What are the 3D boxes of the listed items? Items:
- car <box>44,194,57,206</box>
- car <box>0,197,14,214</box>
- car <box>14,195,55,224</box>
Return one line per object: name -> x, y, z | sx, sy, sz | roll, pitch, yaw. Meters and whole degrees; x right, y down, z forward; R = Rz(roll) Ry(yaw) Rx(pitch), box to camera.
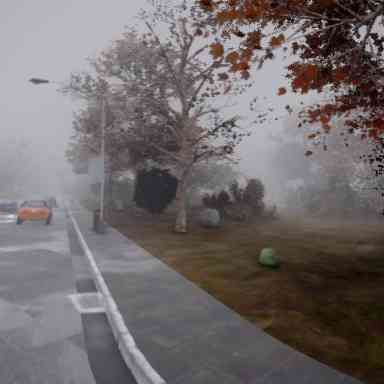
car -> -21.312, 1.077, 49.383 | 2.097, 1.767, 4.553 | 2, 0, -22
car -> -18.305, 1.275, 32.465 | 1.882, 1.535, 5.008 | 2, 0, -21
car -> -11.501, 1.310, 24.566 | 2.097, 1.767, 4.553 | 2, 0, -22
